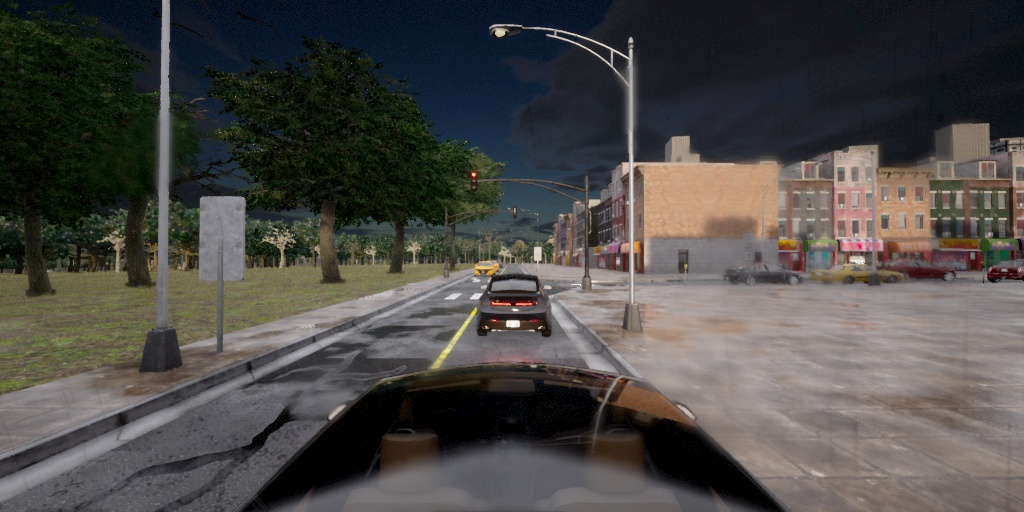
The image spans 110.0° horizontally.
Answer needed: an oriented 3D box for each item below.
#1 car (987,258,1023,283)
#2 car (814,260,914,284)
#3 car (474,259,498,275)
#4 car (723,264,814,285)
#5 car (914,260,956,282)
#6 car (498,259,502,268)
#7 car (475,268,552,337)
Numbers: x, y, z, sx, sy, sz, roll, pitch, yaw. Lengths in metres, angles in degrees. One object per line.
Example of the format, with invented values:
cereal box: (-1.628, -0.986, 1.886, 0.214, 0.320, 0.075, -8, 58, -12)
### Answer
car: (32.553, 0.900, 22.286, 4.097, 1.591, 1.967, 0, 0, 0)
car: (21.375, 1.069, 22.240, 4.829, 1.417, 1.751, 0, 0, 0)
car: (-2.765, 1.286, 37.176, 1.882, 1.535, 5.008, 0, 0, 0)
car: (15.530, 1.139, 22.215, 4.403, 1.370, 2.007, 0, 0, 0)
car: (27.537, 1.009, 24.810, 5.008, 1.535, 1.882, 0, -1, 0)
car: (-2.739, 1.335, 47.450, 1.882, 1.535, 5.008, 0, 0, 0)
car: (0.104, 1.261, 10.382, 1.837, 1.490, 4.892, 0, 0, 2)
